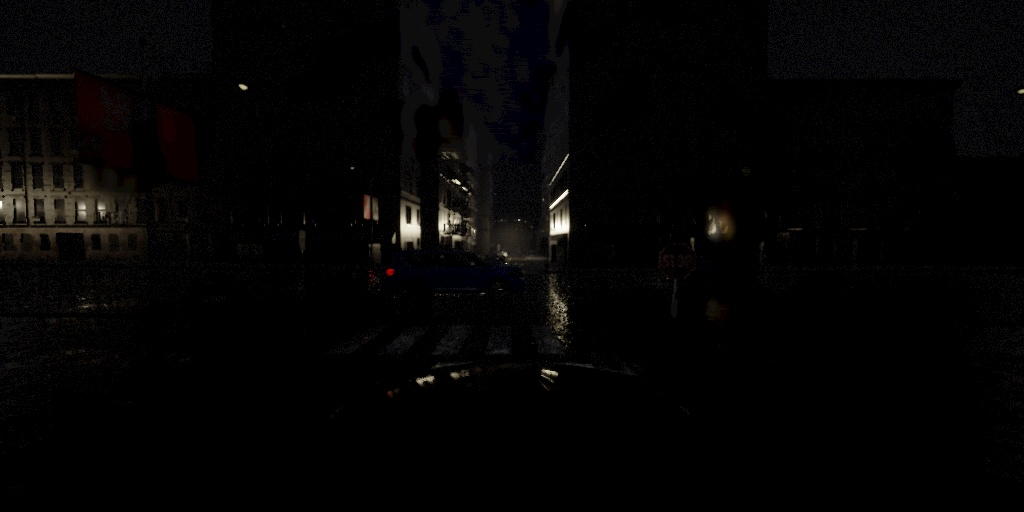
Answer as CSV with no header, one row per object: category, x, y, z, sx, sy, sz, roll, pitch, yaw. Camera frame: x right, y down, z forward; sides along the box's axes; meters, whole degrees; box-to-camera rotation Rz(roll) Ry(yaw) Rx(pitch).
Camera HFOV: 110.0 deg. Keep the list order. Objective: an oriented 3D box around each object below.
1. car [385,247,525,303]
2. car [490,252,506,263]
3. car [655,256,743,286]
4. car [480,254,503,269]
car,-2.258,0.756,14.609,5.566,2.045,2.150,-1,1,0
car,-2.000,0.240,53.604,2.128,1.511,4.902,0,1,1
car,10.916,0.767,21.181,4.553,1.767,2.097,0,2,0
car,-2.169,0.530,39.171,2.128,1.511,4.902,0,1,1
